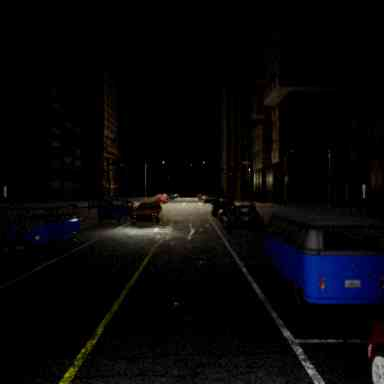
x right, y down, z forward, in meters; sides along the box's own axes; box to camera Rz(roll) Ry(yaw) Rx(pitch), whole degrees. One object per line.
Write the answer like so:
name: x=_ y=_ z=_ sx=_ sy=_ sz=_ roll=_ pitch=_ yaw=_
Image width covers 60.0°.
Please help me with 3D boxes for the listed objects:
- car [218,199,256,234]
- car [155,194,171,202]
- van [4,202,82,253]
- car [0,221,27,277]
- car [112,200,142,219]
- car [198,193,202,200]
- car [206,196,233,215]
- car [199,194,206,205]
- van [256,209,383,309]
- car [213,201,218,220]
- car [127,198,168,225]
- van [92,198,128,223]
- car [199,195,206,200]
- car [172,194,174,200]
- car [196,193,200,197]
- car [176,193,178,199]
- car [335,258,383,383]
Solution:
car: x=2.766 y=1.424 z=18.920 sx=1.967 sy=1.590 sz=4.097 roll=0 pitch=0 yaw=0
car: x=-5.747 y=1.273 z=62.882 sx=2.192 sy=1.841 sz=5.009 roll=0 pitch=0 yaw=0
van: x=-5.761 y=1.330 z=13.236 sx=1.690 sy=1.788 sz=3.998 roll=0 pitch=0 yaw=0
car: x=-5.761 y=1.576 z=7.558 sx=1.802 sy=1.307 sz=4.206 roll=0 pitch=0 yaw=0
car: x=-5.756 y=1.502 z=30.098 sx=1.752 sy=1.417 sz=4.829 roll=0 pitch=0 yaw=0
car: x=2.780 y=1.506 z=68.530 sx=2.008 sy=1.369 sz=4.403 roll=0 pitch=0 yaw=0
car: x=2.769 y=1.291 z=30.275 sx=2.192 sy=1.841 sz=5.009 roll=0 pitch=0 yaw=0
car: x=2.777 y=1.511 z=57.249 sx=2.008 sy=1.369 sz=4.403 roll=0 pitch=0 yaw=0
van: x=2.763 y=1.334 z=7.565 sx=1.690 sy=1.788 sz=3.998 roll=0 pitch=0 yaw=0
car: x=2.768 y=1.562 z=24.598 sx=1.802 sy=1.307 sz=4.206 roll=0 pitch=0 yaw=0
car: x=-3.074 y=1.458 z=23.789 sx=1.882 sy=1.535 sz=5.008 roll=0 pitch=0 yaw=0
van: x=-5.757 y=1.322 z=24.590 sx=1.690 sy=1.788 sz=3.998 roll=0 pitch=0 yaw=0
car: x=2.786 y=1.532 z=91.092 sx=1.802 sy=1.307 sz=4.206 roll=0 pitch=0 yaw=0
car: x=-5.744 y=1.520 z=74.165 sx=1.947 sy=1.339 sz=4.313 roll=0 pitch=0 yaw=0
car: x=2.784 y=1.390 z=85.452 sx=1.967 sy=1.590 sz=4.097 roll=0 pitch=0 yaw=0
car: x=-5.740 y=1.391 z=91.086 sx=1.967 sy=1.590 sz=4.097 roll=0 pitch=0 yaw=0
car: x=2.762 y=1.543 z=1.888 sx=1.887 sy=1.381 sz=4.507 roll=0 pitch=0 yaw=0
